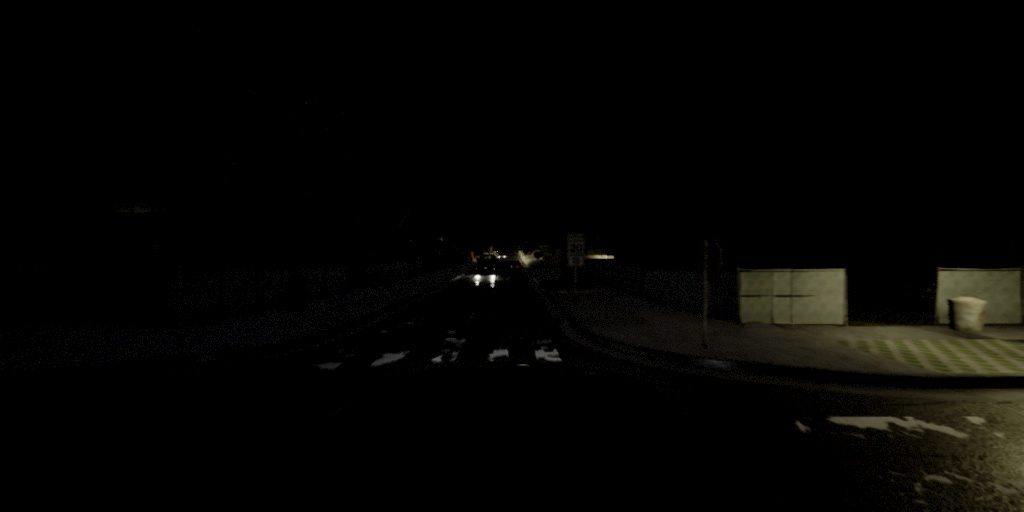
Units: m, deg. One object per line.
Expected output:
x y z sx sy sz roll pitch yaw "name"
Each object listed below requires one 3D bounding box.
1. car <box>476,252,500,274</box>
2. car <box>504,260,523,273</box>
-2.752 0.857 39.870 2.150 2.045 5.566 0 1 0 "car"
0.204 1.167 41.437 2.033 1.411 5.357 0 1 5 "car"
